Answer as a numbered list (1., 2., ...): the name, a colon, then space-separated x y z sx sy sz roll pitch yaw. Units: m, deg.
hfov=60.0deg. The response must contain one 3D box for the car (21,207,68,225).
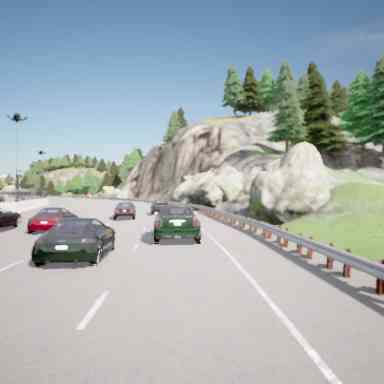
1. car: -8.175 1.608 19.854 1.994 1.385 4.181 0 0 -6

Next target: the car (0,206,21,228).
1. car: -11.639 1.542 19.427 2.128 1.511 4.902 0 0 -6

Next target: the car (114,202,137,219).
1. car: -5.956 1.600 29.731 2.033 1.411 5.357 0 0 -9

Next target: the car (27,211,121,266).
1. car: -3.920 1.588 11.688 1.994 1.385 4.181 0 0 -3

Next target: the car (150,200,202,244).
1. car: -0.779 1.376 16.236 2.097 1.767 4.553 0 0 -5
